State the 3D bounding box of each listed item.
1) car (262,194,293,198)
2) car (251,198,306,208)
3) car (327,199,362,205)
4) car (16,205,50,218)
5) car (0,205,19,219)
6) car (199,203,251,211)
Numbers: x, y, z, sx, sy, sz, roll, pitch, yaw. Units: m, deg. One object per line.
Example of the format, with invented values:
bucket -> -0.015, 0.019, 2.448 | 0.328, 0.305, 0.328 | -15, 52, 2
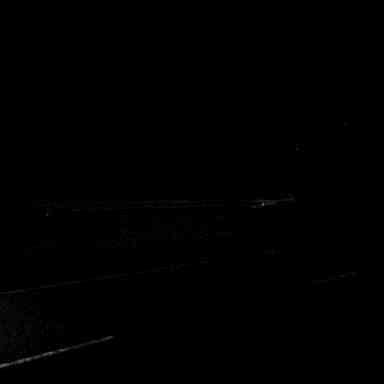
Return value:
car -> 8.792, 1.201, 35.978 | 5.566, 2.045, 2.150 | 0, 0, -35
car -> 7.376, 1.461, 26.418 | 5.008, 1.535, 1.882 | 0, 0, -35
car -> 17.189, 1.535, 37.616 | 5.357, 1.411, 2.033 | 0, 0, -35
car -> -11.980, 1.524, 21.236 | 5.357, 1.411, 2.033 | 0, 0, -35
car -> -10.226, 1.489, 13.891 | 4.892, 1.490, 1.837 | 0, 0, -35
car -> 2.789, 1.581, 27.458 | 4.718, 1.301, 1.895 | 0, 0, -35
